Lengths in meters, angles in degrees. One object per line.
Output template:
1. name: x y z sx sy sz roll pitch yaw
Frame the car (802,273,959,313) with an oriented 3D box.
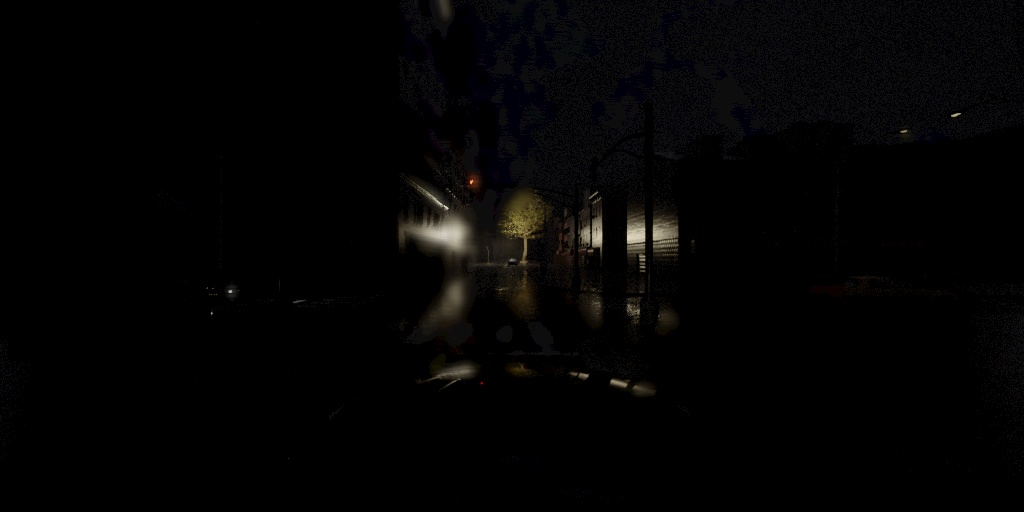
1. car: 13.898 1.346 13.625 4.829 1.417 1.751 0 0 0

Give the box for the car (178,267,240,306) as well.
1. car: -13.764 1.177 14.499 4.892 1.490 1.837 0 0 0
